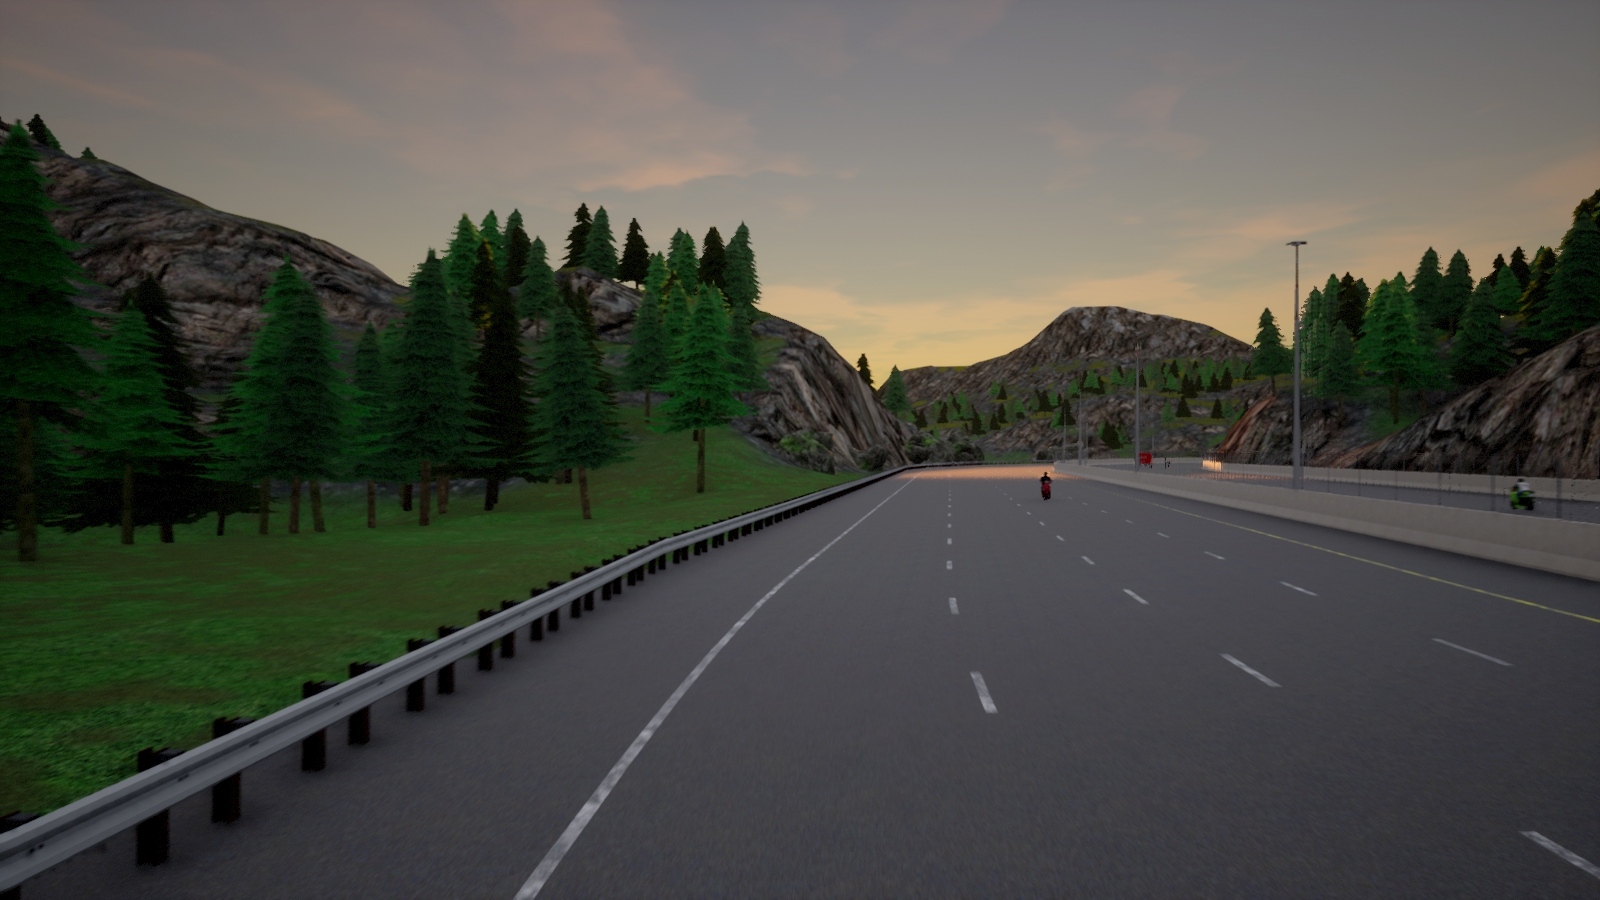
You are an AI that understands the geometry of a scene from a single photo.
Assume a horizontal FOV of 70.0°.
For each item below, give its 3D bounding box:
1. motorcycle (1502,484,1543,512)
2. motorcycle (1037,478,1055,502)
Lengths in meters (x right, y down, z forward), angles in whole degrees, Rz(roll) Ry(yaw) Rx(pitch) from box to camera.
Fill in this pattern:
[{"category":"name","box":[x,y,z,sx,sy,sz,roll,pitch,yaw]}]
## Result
[{"category":"motorcycle","box":[33.394,2.212,52.849,0.803,1.217,2.033,0,0,8]},{"category":"motorcycle","box":[13.565,2.196,63.035,0.856,1.236,1.805,0,0,8]}]
